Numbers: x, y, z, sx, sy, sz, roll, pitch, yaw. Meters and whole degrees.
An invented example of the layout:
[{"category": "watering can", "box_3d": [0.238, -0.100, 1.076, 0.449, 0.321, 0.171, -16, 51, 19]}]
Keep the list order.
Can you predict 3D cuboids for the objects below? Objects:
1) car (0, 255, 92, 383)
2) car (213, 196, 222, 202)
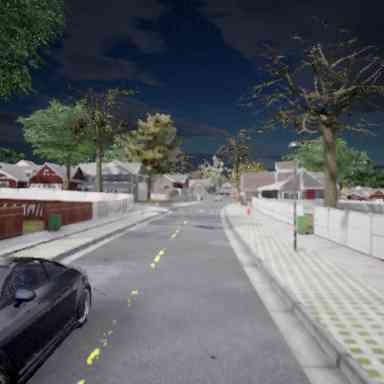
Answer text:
[{"category": "car", "box_3d": [-2.771, 1.567, 4.206, 1.994, 1.385, 4.181, 0, 0, 1]}, {"category": "car", "box_3d": [6.709, 1.811, 86.984, 1.812, 1.442, 4.674, 0, 0, 12]}]
